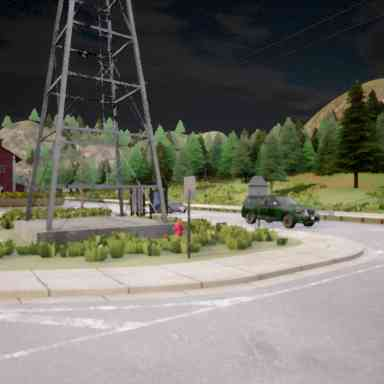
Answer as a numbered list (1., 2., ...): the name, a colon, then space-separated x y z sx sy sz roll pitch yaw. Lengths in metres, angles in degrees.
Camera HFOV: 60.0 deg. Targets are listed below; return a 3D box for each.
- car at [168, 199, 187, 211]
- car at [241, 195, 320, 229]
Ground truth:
1. car: -2.306 1.479 34.062 2.128 1.511 4.902 0 0 -34
2. car: 5.693 1.208 22.234 2.150 2.045 5.566 0 0 -34
